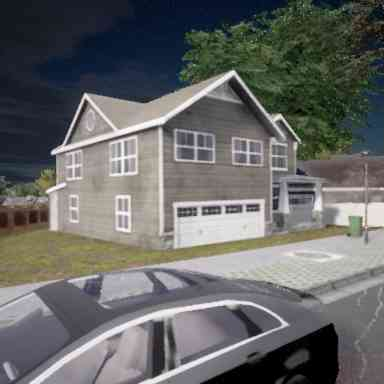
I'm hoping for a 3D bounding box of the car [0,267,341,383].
[{"bbox_3d":[-0.781,1.499,2.632,4.902,1.511,2.128,0,0,-36],"label":"car"}]
